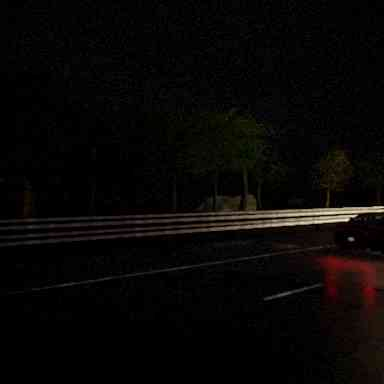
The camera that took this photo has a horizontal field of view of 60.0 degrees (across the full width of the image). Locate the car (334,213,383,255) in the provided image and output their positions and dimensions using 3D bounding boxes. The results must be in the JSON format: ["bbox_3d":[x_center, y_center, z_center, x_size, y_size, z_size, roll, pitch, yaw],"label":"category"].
[{"bbox_3d":[7.951,1.619,13.815,5.008,1.535,1.882,0,0,-35],"label":"car"}]
